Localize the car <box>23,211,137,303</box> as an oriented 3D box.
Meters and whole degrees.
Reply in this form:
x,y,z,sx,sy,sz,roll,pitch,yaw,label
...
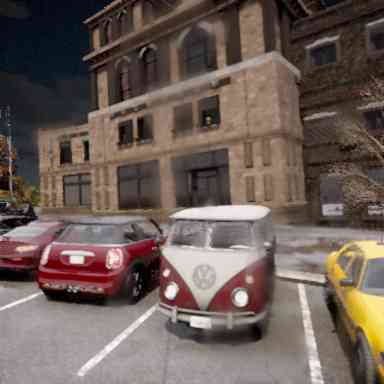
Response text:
x,y,z,sx,sy,sz,roll,pitch,yaw,label
-1.693,1.385,8.607,2.185,1.767,4.553,0,-1,16,car

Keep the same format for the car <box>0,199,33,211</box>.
x,y,z,sx,sy,sz,roll,pitch,yaw,label
-8.972,1.326,13.849,2.435,2.045,5.566,0,-1,16,car

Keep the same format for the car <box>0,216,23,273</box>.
x,y,z,sx,sy,sz,roll,pitch,yaw,label
-4.116,1.567,10.375,2.002,1.452,4.674,0,-1,16,car

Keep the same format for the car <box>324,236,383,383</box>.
x,y,z,sx,sy,sz,roll,pitch,yaw,label
3.144,1.494,4.973,1.946,1.575,5.366,1,-1,16,car

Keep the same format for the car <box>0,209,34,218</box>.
x,y,z,sx,sy,sz,roll,pitch,yaw,label
-6.538,1.579,12.154,2.163,1.488,4.792,0,-1,16,car

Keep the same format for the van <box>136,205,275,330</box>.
x,y,z,sx,sy,sz,roll,pitch,yaw,label
0.728,1.273,6.781,1.878,1.987,4.442,0,-1,16,van
